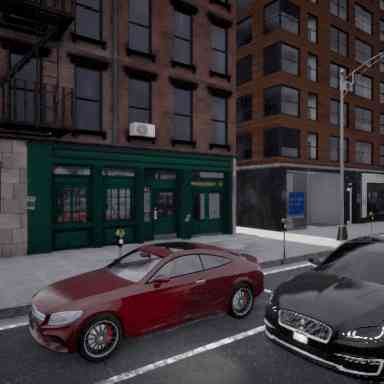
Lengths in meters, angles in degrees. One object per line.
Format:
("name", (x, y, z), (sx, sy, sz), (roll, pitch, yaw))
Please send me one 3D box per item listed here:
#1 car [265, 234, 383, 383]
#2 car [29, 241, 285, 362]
("car", (3.279, 1.505, 5.421), (4.892, 1.490, 1.837), (0, 0, -36))
("car", (-0.520, 1.582, 5.824), (4.206, 1.307, 1.802), (0, 0, -36))
